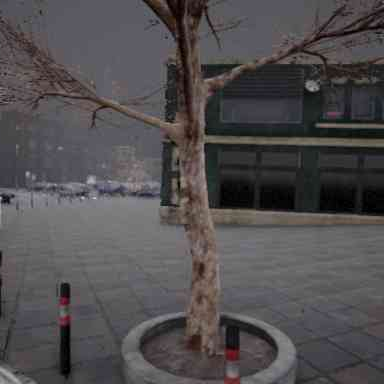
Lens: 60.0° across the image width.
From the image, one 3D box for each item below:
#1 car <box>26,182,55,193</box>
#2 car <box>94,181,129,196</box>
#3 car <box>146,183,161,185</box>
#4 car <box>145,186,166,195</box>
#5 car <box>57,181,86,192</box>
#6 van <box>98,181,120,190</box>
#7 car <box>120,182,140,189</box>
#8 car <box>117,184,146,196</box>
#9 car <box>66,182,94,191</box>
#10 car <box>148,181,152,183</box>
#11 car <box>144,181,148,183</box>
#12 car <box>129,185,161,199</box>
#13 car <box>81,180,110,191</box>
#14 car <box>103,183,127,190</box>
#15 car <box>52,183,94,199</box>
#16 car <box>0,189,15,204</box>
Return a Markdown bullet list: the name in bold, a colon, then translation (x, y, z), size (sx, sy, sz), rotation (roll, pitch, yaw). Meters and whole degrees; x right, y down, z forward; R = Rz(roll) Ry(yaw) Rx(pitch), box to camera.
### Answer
- **car**: translation (-24.819, -0.870, 54.489), size (4.553, 1.767, 2.185), rotation (3, 2, 15)
- **car**: translation (-12.552, -0.488, 52.068), size (2.150, 2.045, 5.566), rotation (3, 2, 15)
- **car**: translation (-4.448, -0.088, 52.585), size (4.553, 1.767, 2.185), rotation (3, 2, 15)
- **car**: translation (-6.692, -0.370, 62.108), size (2.128, 1.511, 4.902), rotation (3, 2, 16)
- **car**: translation (-22.606, -1.068, 62.461), size (4.553, 1.767, 2.185), rotation (3, 2, 15)
- **van**: translation (-18.831, -1.531, 75.718), size (4.442, 1.987, 1.878), rotation (3, 2, 15)
- **car**: translation (-15.967, -1.724, 86.368), size (4.553, 1.767, 2.185), rotation (3, 2, 15)
- **car**: translation (-9.301, -0.121, 52.624), size (2.128, 1.511, 4.902), rotation (3, 2, 16)
- **car**: translation (-21.907, -1.013, 65.136), size (4.892, 1.521, 2.231), rotation (3, 2, 15)
- **car**: translation (-14.521, -1.736, 91.690), size (4.892, 1.521, 2.231), rotation (3, 2, 15)
- **car**: translation (-15.258, -1.667, 89.034), size (4.892, 1.521, 2.231), rotation (3, 2, 15)
- **car**: translation (-5.969, 0.183, 47.371), size (4.792, 1.488, 2.163), rotation (3, 2, 15)
- **car**: translation (-20.445, -1.414, 70.443), size (5.566, 2.045, 2.435), rotation (3, 2, 15)
- **car**: translation (-18.219, -1.384, 78.414), size (5.008, 1.535, 2.097), rotation (3, 2, 15)
- **car**: translation (-14.941, 0.013, 42.210), size (2.128, 1.511, 4.902), rotation (2, 2, 12)
- **car**: translation (-17.132, 0.345, 28.295), size (1.882, 1.535, 5.008), rotation (2, 1, 5)
